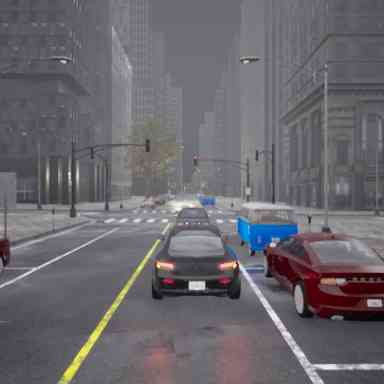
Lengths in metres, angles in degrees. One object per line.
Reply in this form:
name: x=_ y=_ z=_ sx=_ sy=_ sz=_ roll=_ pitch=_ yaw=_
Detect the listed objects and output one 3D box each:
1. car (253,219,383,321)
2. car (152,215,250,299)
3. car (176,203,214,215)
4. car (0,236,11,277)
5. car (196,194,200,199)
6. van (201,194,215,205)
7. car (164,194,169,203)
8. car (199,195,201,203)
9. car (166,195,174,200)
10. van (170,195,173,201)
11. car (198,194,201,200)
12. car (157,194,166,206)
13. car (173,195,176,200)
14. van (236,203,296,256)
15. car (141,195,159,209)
car: x=2.755 y=1.544 z=7.254 sx=1.887 sy=1.381 sz=4.507 roll=0 pitch=0 yaw=0
car: x=0.081 y=1.525 z=8.306 sx=1.812 sy=1.442 sz=4.674 roll=0 pitch=0 yaw=0
car: x=0.043 y=1.547 z=17.895 sx=2.033 sy=1.411 sz=5.357 roll=0 pitch=0 yaw=0
car: x=-5.800 y=1.544 z=7.245 sx=1.887 sy=1.381 sz=4.507 roll=0 pitch=0 yaw=0
car: x=2.530 y=1.582 z=72.416 sx=2.008 sy=1.369 sz=4.403 roll=0 pitch=0 yaw=0
van: x=2.601 y=1.354 z=50.764 sx=1.690 sy=1.788 sz=3.998 roll=0 pitch=0 yaw=0
car: x=-5.958 y=1.336 z=61.207 sx=2.192 sy=1.841 sz=5.009 roll=0 pitch=0 yaw=0
car: x=2.582 y=1.582 z=56.177 sx=1.947 sy=1.339 sz=4.313 roll=0 pitch=0 yaw=0
car: x=-6.062 y=1.582 z=92.771 sx=1.752 sy=1.417 sz=4.829 roll=0 pitch=0 yaw=0
van: x=-6.010 y=1.378 z=77.074 sx=1.690 sy=1.788 sz=3.998 roll=0 pitch=0 yaw=0
car: x=2.565 y=1.566 z=61.590 sx=1.887 sy=1.381 sz=4.507 roll=0 pitch=0 yaw=0
car: x=-5.942 y=1.561 z=55.918 sx=1.887 sy=1.381 sz=4.507 roll=0 pitch=0 yaw=0
car: x=-6.045 y=1.616 z=87.651 sx=1.947 sy=1.339 sz=4.313 roll=0 pitch=0 yaw=0
van: x=2.739 y=1.340 z=12.779 sx=1.690 sy=1.788 sz=3.998 roll=0 pitch=0 yaw=0
car: x=-5.913 y=1.535 z=45.168 sx=1.752 sy=1.417 sz=4.829 roll=0 pitch=0 yaw=0
